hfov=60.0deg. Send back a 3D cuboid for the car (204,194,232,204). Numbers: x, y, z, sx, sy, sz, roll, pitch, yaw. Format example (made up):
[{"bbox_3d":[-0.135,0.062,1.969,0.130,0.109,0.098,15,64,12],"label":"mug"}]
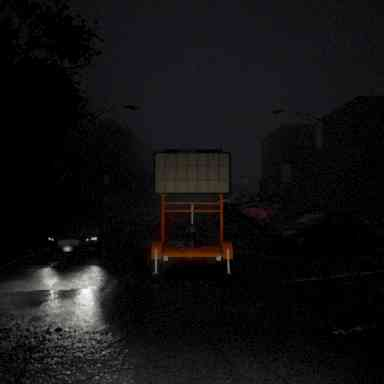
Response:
[{"bbox_3d":[5.554,1.391,70.865,5.566,2.045,2.435,1,0,-20],"label":"car"}]

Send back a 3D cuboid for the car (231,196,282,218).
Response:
[{"bbox_3d":[5.390,1.369,22.801,4.553,1.767,2.185,1,0,-20],"label":"car"}]

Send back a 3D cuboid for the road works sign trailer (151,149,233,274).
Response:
[{"bbox_3d":[0.010,0.465,10.518,2.380,3.560,2.880,0,0,0],"label":"road works sign trailer"}]

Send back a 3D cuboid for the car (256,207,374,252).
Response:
[{"bbox_3d":[5.326,1.528,13.788,4.674,1.452,2.002,1,0,-20],"label":"car"}]

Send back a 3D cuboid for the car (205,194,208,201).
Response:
[{"bbox_3d":[5.352,1.613,64.772,5.366,1.575,1.946,1,0,-20],"label":"car"}]

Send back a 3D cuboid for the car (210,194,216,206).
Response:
[{"bbox_3d":[5.408,1.271,37.793,5.566,2.045,2.435,1,0,-20],"label":"car"}]

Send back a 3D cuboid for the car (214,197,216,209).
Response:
[{"bbox_3d":[5.226,1.503,31.734,5.366,1.575,1.946,1,0,-20],"label":"car"}]

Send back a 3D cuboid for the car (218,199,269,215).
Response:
[{"bbox_3d":[5.386,1.545,34.791,4.792,1.488,2.163,1,0,-20],"label":"car"}]

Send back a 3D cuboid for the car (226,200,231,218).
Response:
[{"bbox_3d":[5.367,1.538,25.797,4.674,1.452,2.002,1,0,-20],"label":"car"}]

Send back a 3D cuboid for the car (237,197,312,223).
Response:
[{"bbox_3d":[5.377,1.366,19.800,4.553,1.767,2.185,1,0,-20],"label":"car"}]

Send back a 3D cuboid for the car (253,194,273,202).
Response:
[{"bbox_3d":[18.554,1.463,86.830,2.435,2.045,5.566,0,0,-21],"label":"car"}]

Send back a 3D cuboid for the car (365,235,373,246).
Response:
[{"bbox_3d":[5.315,1.487,4.788,4.892,1.521,2.231,1,0,-20],"label":"car"}]

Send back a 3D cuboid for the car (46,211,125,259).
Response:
[{"bbox_3d":[-3.840,1.493,12.712,2.128,1.511,4.902,0,0,0],"label":"car"}]

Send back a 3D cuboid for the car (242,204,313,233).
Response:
[{"bbox_3d":[5.305,1.518,16.780,4.792,1.488,2.163,1,0,-20],"label":"car"}]

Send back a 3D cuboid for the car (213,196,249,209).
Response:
[{"bbox_3d":[5.442,1.424,46.808,4.553,1.767,2.185,1,0,-20],"label":"car"}]

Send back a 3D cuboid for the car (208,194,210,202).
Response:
[{"bbox_3d":[5.532,1.447,52.824,4.553,1.767,2.185,1,0,-20],"label":"car"}]

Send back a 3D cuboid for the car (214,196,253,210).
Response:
[{"bbox_3d":[5.428,1.414,43.806,4.553,1.767,2.185,1,0,-20],"label":"car"}]

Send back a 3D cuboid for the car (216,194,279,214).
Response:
[{"bbox_3d":[5.375,1.252,28.776,5.566,2.045,2.435,1,0,-20],"label":"car"}]

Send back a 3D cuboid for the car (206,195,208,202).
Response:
[{"bbox_3d":[5.501,1.583,55.827,5.008,1.535,2.097,1,-1,-20],"label":"car"}]
